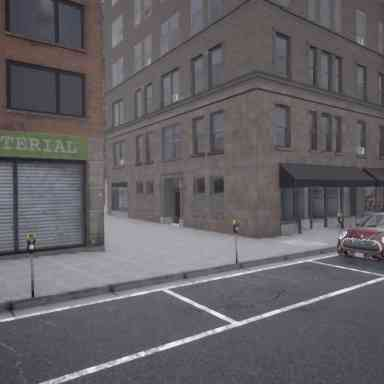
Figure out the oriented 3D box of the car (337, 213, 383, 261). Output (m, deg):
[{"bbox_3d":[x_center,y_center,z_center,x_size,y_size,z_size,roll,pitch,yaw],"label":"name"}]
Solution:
[{"bbox_3d":[6.841,1.441,11.552,4.097,1.590,1.967,0,-1,-36],"label":"car"}]
